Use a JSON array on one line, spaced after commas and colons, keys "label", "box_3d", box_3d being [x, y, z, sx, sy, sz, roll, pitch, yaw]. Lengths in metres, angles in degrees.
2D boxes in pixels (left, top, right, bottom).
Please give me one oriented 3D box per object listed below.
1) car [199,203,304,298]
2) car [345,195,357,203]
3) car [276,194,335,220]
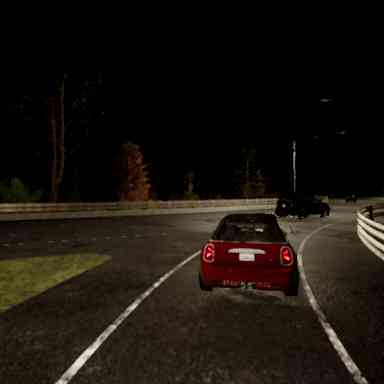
[{"label": "car", "box_3d": [1.558, 1.336, 8.829, 2.097, 1.767, 4.553, 0, 0, 12]}, {"label": "car", "box_3d": [32.493, 1.430, 67.888, 2.128, 1.511, 4.902, 0, 0, 26]}, {"label": "car", "box_3d": [9.201, 1.177, 27.605, 5.566, 2.045, 2.150, 0, 0, -40]}]
